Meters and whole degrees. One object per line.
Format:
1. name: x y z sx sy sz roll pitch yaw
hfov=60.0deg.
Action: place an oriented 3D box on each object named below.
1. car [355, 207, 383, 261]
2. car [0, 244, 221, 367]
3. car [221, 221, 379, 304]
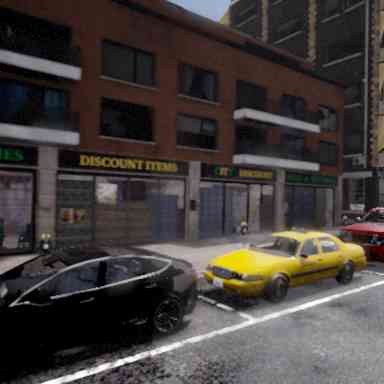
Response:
1. car: 7.188 1.453 11.681 5.009 1.841 2.192 1 0 -36
2. car: -1.879 1.581 5.206 4.313 1.339 1.947 1 0 -36
3. car: 2.514 1.600 8.345 4.829 1.417 1.752 1 0 -36
